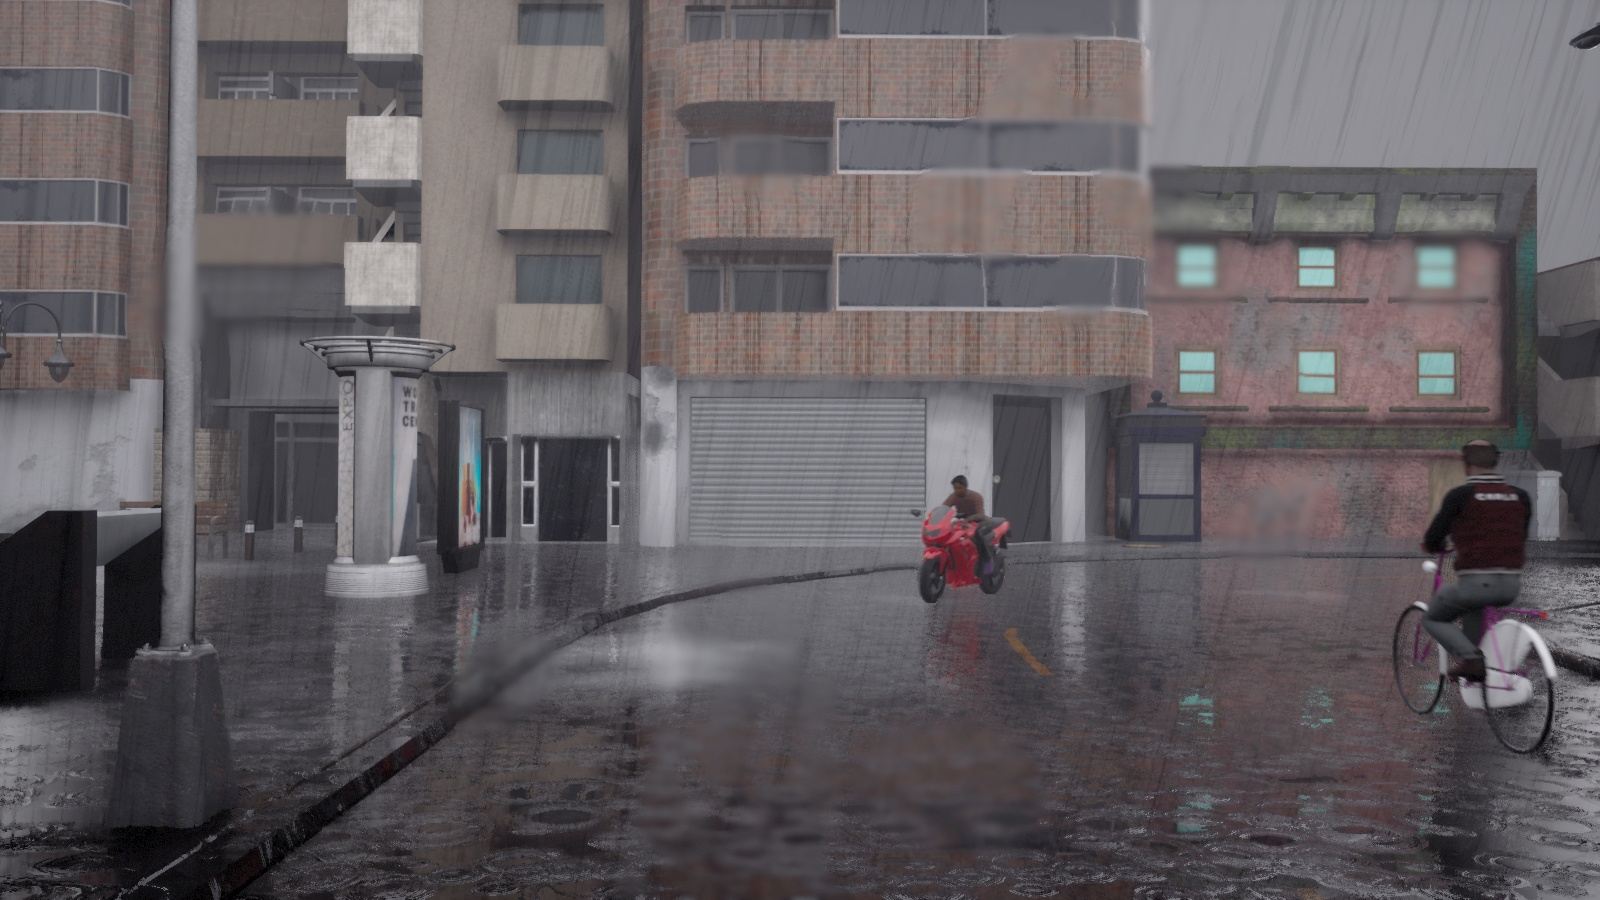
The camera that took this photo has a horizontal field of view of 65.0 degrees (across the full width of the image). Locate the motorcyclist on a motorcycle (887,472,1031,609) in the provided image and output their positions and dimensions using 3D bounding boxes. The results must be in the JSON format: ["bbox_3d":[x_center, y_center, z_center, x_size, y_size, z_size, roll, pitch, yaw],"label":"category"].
[{"bbox_3d":[1.969,1.048,15.322,0.797,1.523,2.044,1,0,38],"label":"motorcyclist on a motorcycle"}]

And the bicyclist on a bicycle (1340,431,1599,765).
[{"bbox_3d":[3.991,0.797,7.605,0.659,1.776,1.843,0,-1,1],"label":"bicyclist on a bicycle"}]
